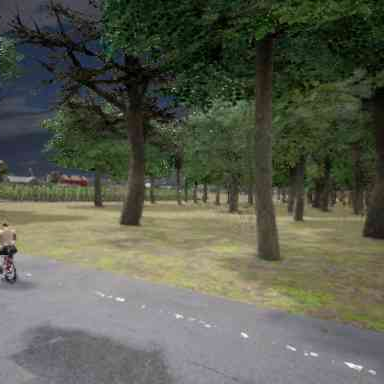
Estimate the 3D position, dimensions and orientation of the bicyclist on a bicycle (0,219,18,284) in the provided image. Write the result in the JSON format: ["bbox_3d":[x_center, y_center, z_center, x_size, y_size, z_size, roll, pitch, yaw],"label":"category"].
[{"bbox_3d":[-4.963,1.517,8.743,1.509,1.612,0.866,0,-1,37],"label":"bicyclist on a bicycle"}]
